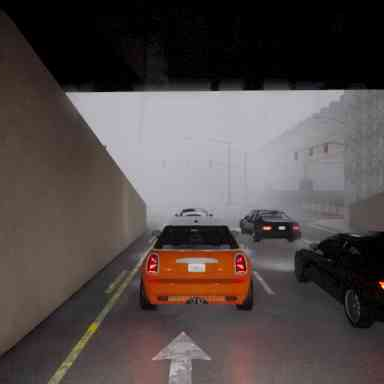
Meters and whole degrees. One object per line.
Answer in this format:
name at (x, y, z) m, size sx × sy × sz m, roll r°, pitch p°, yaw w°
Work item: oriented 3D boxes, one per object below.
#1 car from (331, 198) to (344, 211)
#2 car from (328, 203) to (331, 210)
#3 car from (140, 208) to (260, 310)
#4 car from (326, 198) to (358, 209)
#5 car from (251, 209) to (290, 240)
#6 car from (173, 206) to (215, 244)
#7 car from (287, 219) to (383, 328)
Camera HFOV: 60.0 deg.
car at (17.431, 1.452, 34.230) m, size 2.038 × 1.542 × 4.974 m, roll 0°, pitch 0°, yaw -35°
car at (17.535, 1.452, 38.837) m, size 2.038 × 1.542 × 4.974 m, roll 0°, pitch 0°, yaw 45°
car at (0.088, 1.352, 7.993) m, size 2.097 × 1.767 × 4.553 m, roll 0°, pitch 0°, yaw 0°
car at (17.572, 1.295, 38.874) m, size 1.853 × 1.218 × 4.536 m, roll 0°, pitch 0°, yaw 45°
car at (3.631, 1.547, 16.341) m, size 2.033 × 1.411 × 5.357 m, roll 0°, pitch 0°, yaw -3°
car at (0.099, 1.525, 16.670) m, size 1.812 × 1.442 × 4.674 m, roll 0°, pitch 0°, yaw 0°
car at (3.586, 1.526, 6.849) m, size 1.812 × 1.442 × 4.674 m, roll 0°, pitch 0°, yaw 0°
